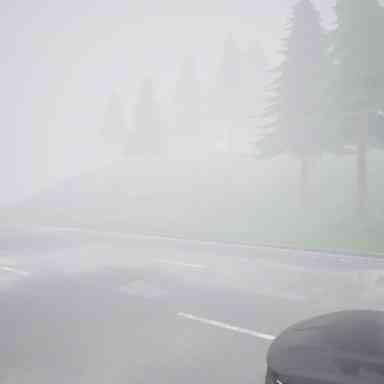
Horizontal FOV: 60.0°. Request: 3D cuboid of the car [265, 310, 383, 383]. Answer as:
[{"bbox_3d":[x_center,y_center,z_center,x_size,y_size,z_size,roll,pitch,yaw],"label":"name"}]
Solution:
[{"bbox_3d":[2.890,1.471,1.928,5.008,1.535,1.882,0,0,36],"label":"car"}]
